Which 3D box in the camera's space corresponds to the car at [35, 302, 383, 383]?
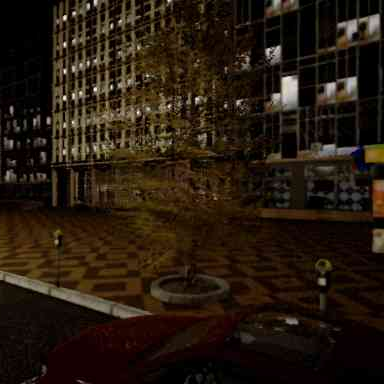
[{"bbox_3d":[0.500,1.582,2.510,4.206,1.307,1.802,0,0,35],"label":"car"}]
